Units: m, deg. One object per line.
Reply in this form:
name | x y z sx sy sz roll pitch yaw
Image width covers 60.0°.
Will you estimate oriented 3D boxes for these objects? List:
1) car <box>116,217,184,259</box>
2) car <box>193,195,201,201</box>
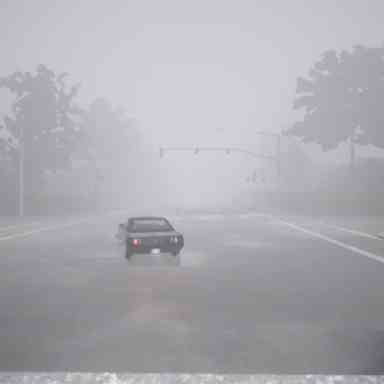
car | -1.808 1.599 12.793 1.895 1.301 4.718 0 0 -17
car | 1.230 1.504 84.779 1.812 1.442 4.674 0 0 1
